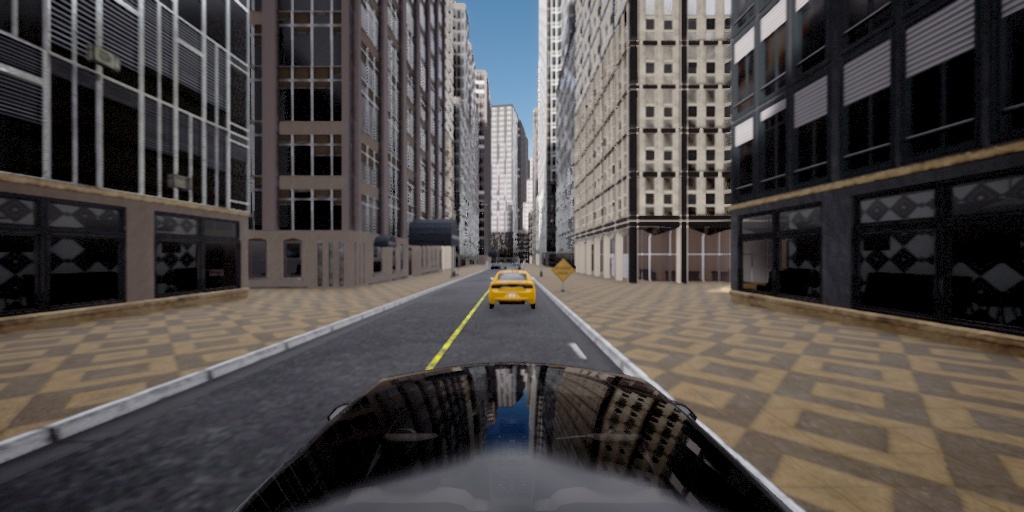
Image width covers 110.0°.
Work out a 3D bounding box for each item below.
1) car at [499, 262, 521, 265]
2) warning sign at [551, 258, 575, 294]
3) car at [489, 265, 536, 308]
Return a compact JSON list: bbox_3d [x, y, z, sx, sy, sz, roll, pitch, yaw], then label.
[{"bbox_3d":[0.019,1.551,30.357,1.837,1.490,4.892,0,0,0],"label":"car"},{"bbox_3d":[2.716,1.041,19.171,1.300,1.860,1.060,0,0,0],"label":"warning sign"},{"bbox_3d":[0.028,1.371,16.096,1.882,1.535,5.008,0,0,1],"label":"car"}]
